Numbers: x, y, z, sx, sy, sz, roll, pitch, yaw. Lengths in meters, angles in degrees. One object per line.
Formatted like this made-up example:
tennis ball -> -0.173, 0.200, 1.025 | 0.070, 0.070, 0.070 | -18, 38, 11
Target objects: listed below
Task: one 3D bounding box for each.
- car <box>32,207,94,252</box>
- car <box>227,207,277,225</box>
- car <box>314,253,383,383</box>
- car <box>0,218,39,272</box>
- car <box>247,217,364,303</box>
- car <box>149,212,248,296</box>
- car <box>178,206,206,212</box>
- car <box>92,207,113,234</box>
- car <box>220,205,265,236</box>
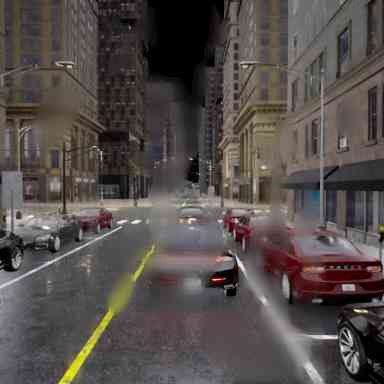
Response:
car -> -5.777, 1.549, 13.574 | 2.008, 1.369, 4.403 | -1, 0, 0
car -> 2.748, 1.543, 13.578 | 1.887, 1.381, 4.507 | -1, 0, 0
car -> 2.753, 1.565, 2.567 | 1.947, 1.339, 4.313 | -1, 0, 0
car -> -5.774, 1.564, 8.069 | 1.947, 1.339, 4.313 | -1, 0, 0
car -> 2.750, 1.543, 8.072 | 1.887, 1.381, 4.507 | -1, 0, 0
car -> 0.050, 1.490, 8.601 | 2.128, 1.511, 4.902 | 0, 0, 0
car -> -0.006, 1.503, 17.705 | 1.837, 1.490, 4.892 | 0, 0, 0
car -> -5.780, 1.542, 19.079 | 1.887, 1.381, 4.507 | -1, 0, 0
car -> 2.745, 1.542, 19.083 | 1.887, 1.381, 4.507 | -1, 0, 0
